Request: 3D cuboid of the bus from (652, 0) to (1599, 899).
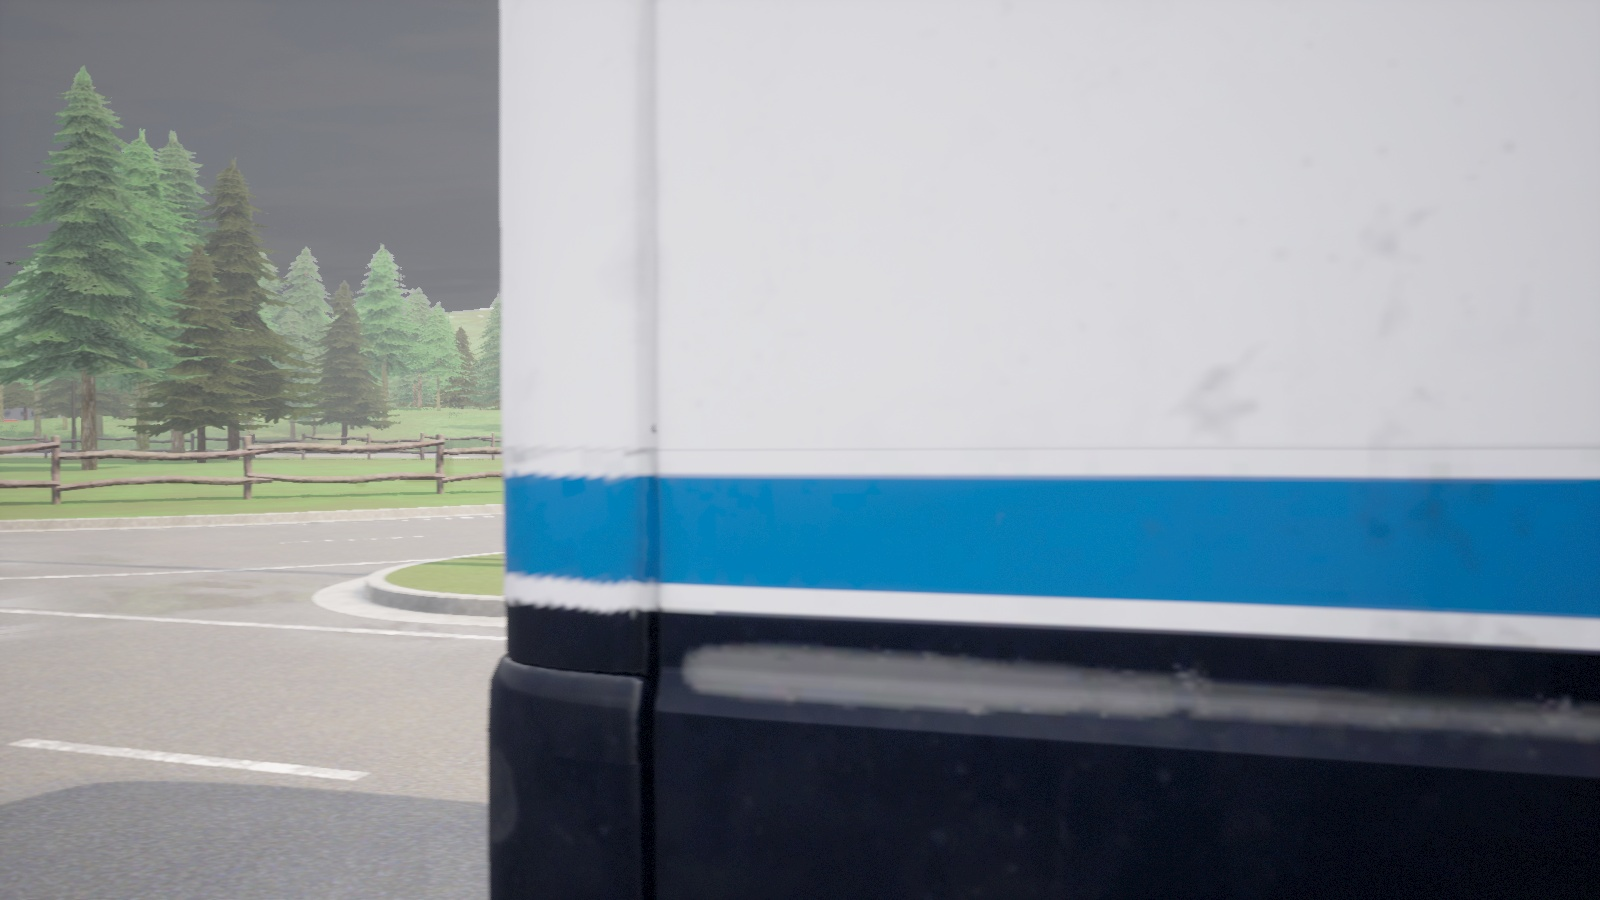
[{"bbox_3d":[5.362,-0.552,1.370,10.273,4.253,3.944,0,1,19],"label":"bus"}]
